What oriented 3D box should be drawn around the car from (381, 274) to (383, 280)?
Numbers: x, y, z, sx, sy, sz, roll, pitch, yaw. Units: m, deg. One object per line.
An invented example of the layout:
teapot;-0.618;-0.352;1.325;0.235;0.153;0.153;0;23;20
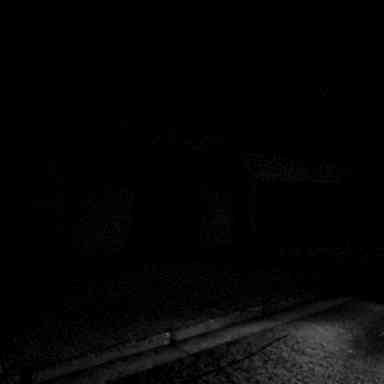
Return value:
car;6.310;1.642;7.570;4.718;1.301;1.895;0;0;-35
